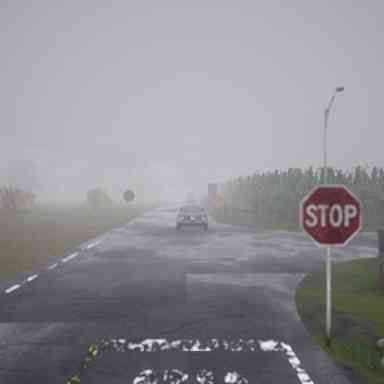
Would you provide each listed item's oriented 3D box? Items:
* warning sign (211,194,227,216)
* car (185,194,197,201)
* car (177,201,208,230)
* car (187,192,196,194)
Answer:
[{"bbox_3d":[2.328,1.086,28.999,1.300,1.860,1.060,0,0,0],"label":"warning sign"},{"bbox_3d":[-0.254,1.467,61.439,1.994,1.385,4.181,0,0,0],"label":"car"},{"bbox_3d":[0.014,1.527,20.922,2.033,1.411,5.357,0,0,0],"label":"car"},{"bbox_3d":[-0.296,1.067,71.470,2.150,2.045,5.566,0,0,0],"label":"car"}]
